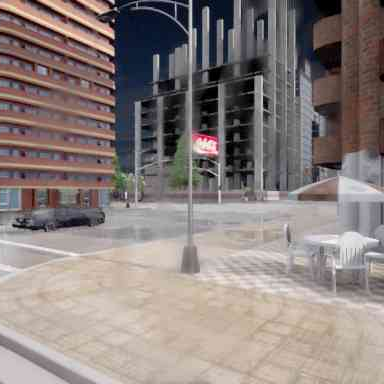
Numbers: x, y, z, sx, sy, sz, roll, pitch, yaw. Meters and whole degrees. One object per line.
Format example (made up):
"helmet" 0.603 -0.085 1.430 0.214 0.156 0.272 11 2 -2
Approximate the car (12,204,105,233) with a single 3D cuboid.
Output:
"car" -7.896 1.603 20.241 2.033 1.411 5.357 0 0 34

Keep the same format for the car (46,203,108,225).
"car" -8.765 1.619 25.631 1.994 1.385 4.181 0 0 36
